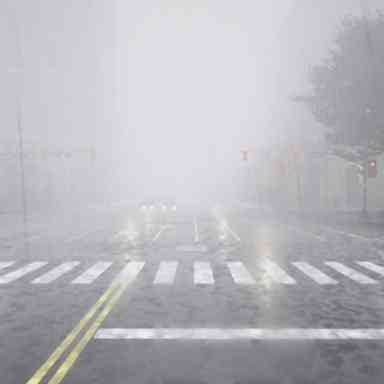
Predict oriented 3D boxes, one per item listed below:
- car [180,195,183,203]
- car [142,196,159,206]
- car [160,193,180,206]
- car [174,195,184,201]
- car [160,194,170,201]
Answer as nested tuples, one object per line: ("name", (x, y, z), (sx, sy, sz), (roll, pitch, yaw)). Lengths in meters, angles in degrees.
("car", (-3.428, 1.238, 69.463), (2.150, 2.045, 5.566), (0, 0, 1))
("car", (-7.092, 1.576, 55.365), (1.994, 1.385, 4.181), (0, 0, 0))
("car", (-3.593, 1.365, 55.019), (2.097, 1.767, 4.553), (0, 0, 0))
("car", (-3.280, 1.536, 84.000), (2.128, 1.511, 4.902), (0, 0, 1))
("car", (-6.781, 1.365, 83.868), (2.097, 1.767, 4.553), (0, 0, 1))
